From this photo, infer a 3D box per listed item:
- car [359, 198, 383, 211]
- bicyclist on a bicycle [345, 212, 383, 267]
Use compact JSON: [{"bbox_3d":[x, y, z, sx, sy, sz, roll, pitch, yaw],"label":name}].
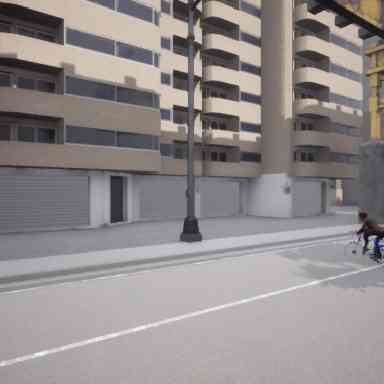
[{"bbox_3d":[19.625,1.295,34.404,1.853,1.218,4.536,0,0,-10],"label":"car"},{"bbox_3d":[5.475,1.455,10.276,0.582,1.620,1.656,0,-2,-35],"label":"bicyclist on a bicycle"}]
